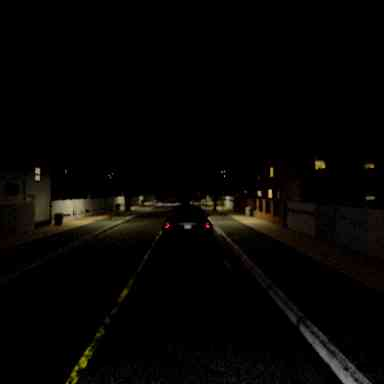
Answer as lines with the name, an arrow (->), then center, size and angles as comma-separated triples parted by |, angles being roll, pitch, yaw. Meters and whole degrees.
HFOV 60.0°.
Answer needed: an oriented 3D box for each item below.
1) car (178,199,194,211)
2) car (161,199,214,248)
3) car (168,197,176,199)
car -> -0.834, 1.664, 43.886 | 1.994, 1.385, 4.181 | 0, 0, -1
car -> -0.213, 1.382, 15.055 | 2.097, 1.767, 4.553 | 0, 0, -1
car -> -4.237, 1.770, 69.207 | 1.895, 1.301, 4.718 | 0, 0, -1
